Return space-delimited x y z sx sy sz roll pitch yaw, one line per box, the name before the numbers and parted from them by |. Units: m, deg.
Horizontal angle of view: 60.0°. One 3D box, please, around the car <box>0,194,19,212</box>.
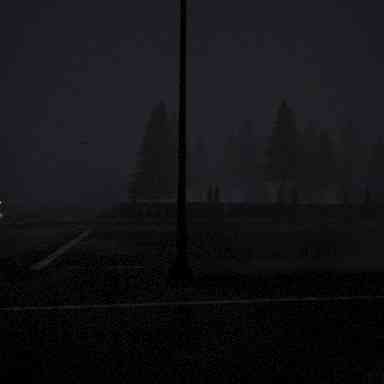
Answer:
car | -23.500 1.326 41.321 2.150 2.045 5.566 1 -1 -5
